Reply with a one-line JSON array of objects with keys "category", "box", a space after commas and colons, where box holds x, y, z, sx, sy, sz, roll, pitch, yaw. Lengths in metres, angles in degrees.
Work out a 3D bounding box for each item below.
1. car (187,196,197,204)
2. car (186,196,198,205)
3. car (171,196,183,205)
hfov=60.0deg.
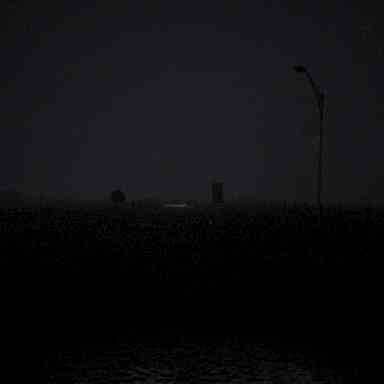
[{"category": "car", "box": [0.027, 1.531, 67.165, 1.837, 1.490, 4.892, 0, 0, 0]}, {"category": "car", "box": [0.023, 1.546, 57.159, 1.812, 1.442, 4.674, 0, 0, 0]}, {"category": "car", "box": [-2.727, 1.501, 61.334, 1.882, 1.535, 5.008, 0, 0, 0]}]
